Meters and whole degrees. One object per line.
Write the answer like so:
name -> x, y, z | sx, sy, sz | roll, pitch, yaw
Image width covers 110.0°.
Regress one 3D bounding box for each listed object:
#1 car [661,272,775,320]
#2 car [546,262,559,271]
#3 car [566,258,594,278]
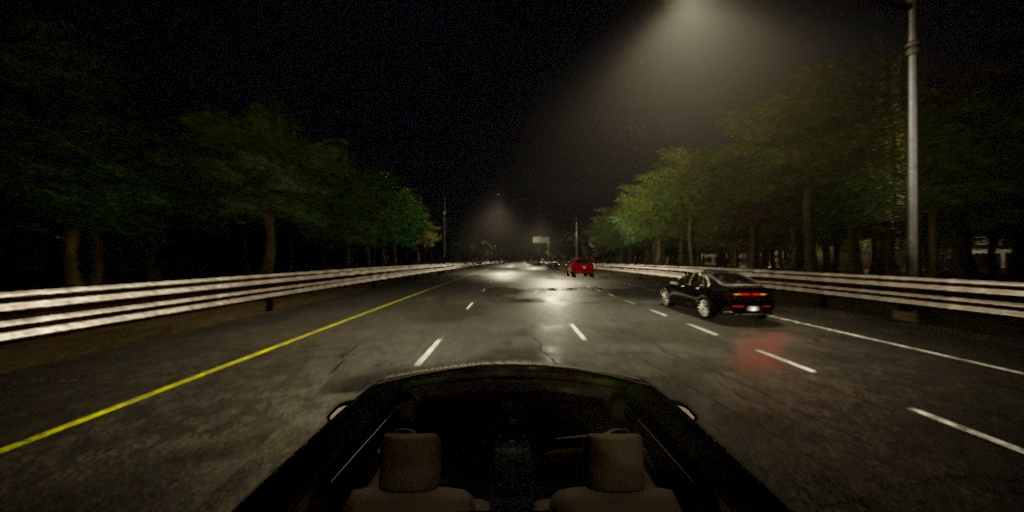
car -> 7.011, 1.298, 12.832 | 1.837, 1.490, 4.892 | 0, 0, 0
car -> 7.227, 1.800, 63.784 | 2.128, 1.511, 4.902 | 0, -1, 0
car -> 7.081, 1.225, 37.761 | 2.150, 2.045, 5.566 | 0, -1, 0
